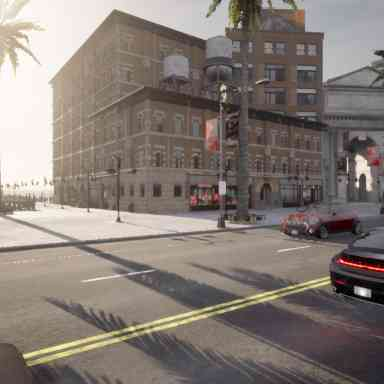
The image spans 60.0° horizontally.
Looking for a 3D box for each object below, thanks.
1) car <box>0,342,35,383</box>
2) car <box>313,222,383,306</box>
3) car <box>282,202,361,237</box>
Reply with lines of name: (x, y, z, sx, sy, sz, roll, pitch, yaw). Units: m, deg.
car: (-3.440, 1.547, 1.282, 5.357, 1.411, 2.033, 0, 0, -36)
car: (4.966, 1.505, 7.252, 4.892, 1.490, 1.837, 0, 0, -36)
car: (6.761, 1.351, 17.269, 4.553, 1.767, 2.097, 0, 0, -35)
